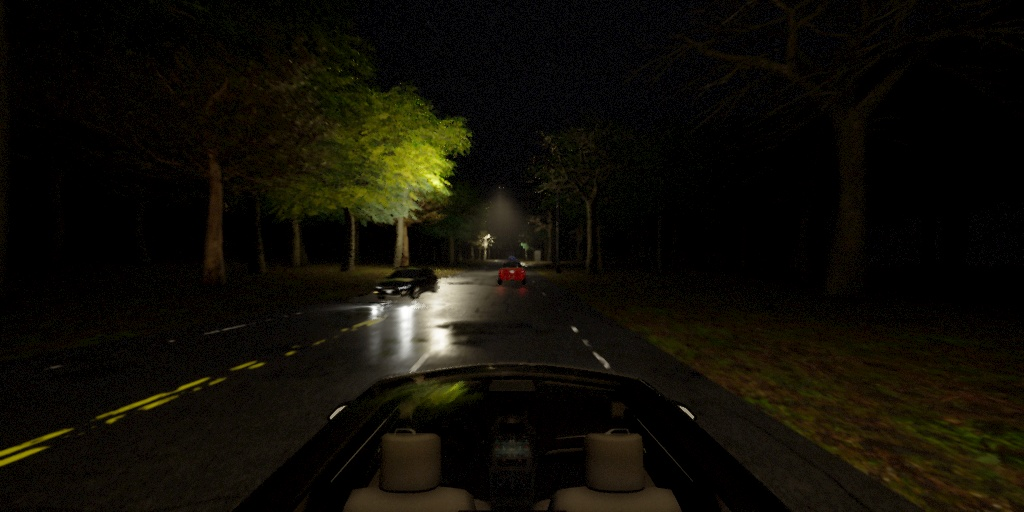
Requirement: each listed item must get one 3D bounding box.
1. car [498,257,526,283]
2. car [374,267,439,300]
[{"bbox_3d":[0.009,1.221,29.105,2.097,1.767,4.553,0,0,0],"label":"car"},{"bbox_3d":[-5.200,1.346,18.381,1.837,1.490,4.892,0,0,7],"label":"car"}]
